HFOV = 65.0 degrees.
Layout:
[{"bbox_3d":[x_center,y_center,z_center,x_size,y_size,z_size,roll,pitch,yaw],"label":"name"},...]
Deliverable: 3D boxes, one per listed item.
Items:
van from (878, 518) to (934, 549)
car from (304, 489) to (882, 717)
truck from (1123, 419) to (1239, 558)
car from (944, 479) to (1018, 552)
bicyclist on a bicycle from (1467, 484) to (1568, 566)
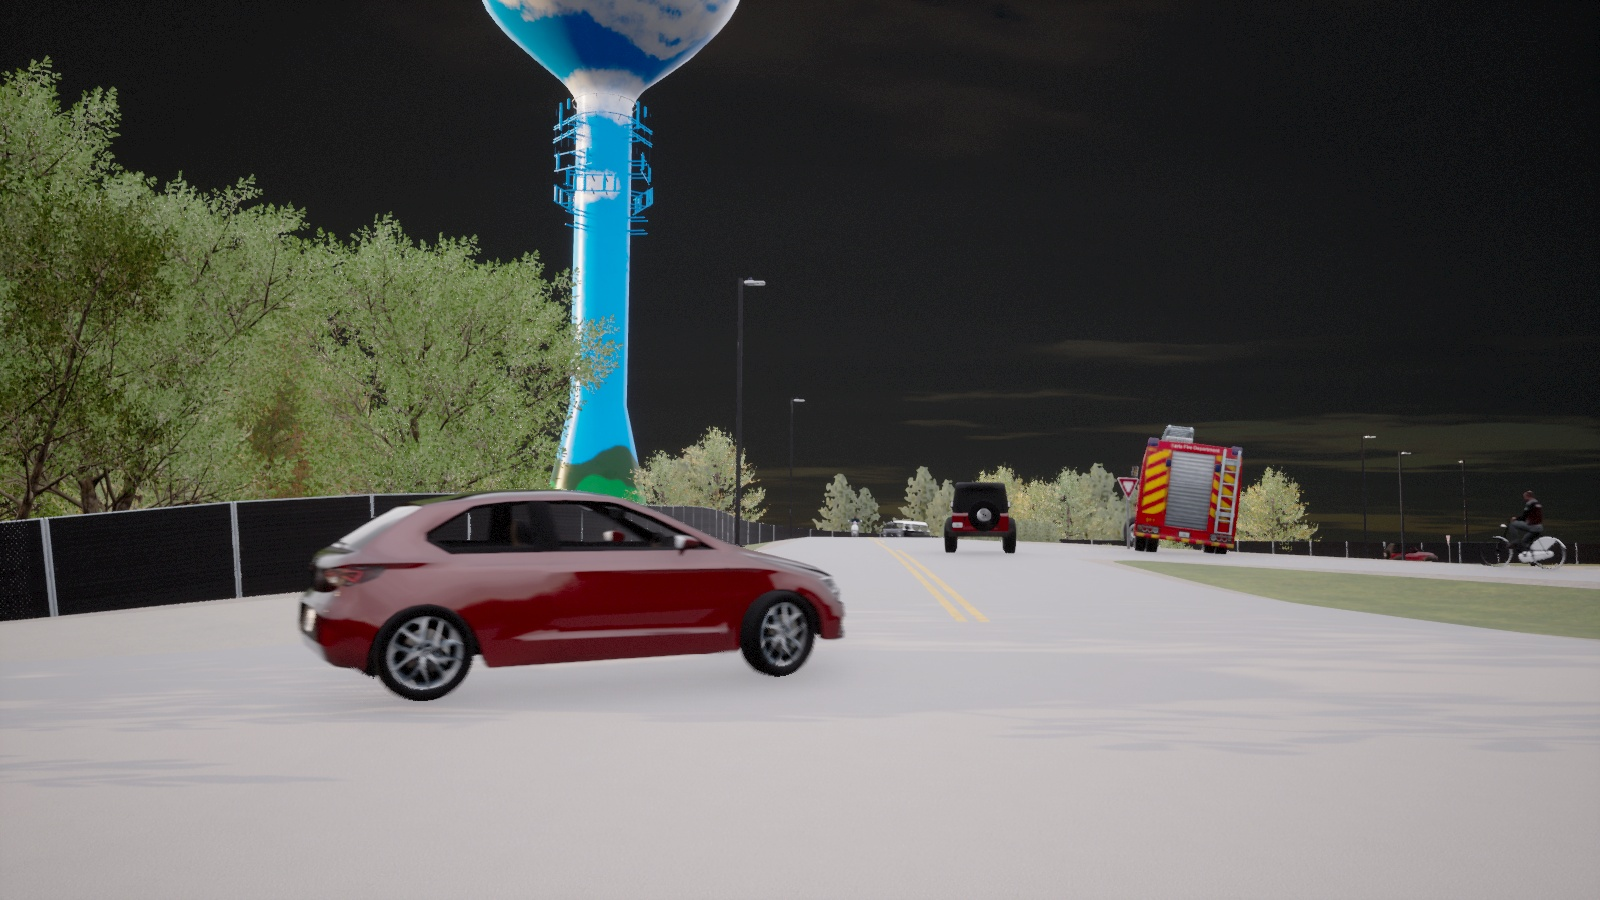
[{"bbox_3d":[7.673,6.058,90.355,2.069,2.038,4.480,-4,-8,34],"label":"van"},{"bbox_3d":[-1.614,1.070,10.070,4.193,1.474,1.816,1,-2,-29],"label":"car"},{"bbox_3d":[12.339,1.383,41.376,2.891,3.827,8.468,6,-2,15],"label":"truck"},{"bbox_3d":[4.971,1.817,34.592,1.905,1.878,3.866,0,-3,8],"label":"car"},{"bbox_3d":[16.147,1.681,28.299,0.659,1.776,1.843,3,-4,-35],"label":"bicyclist on a bicycle"}]
